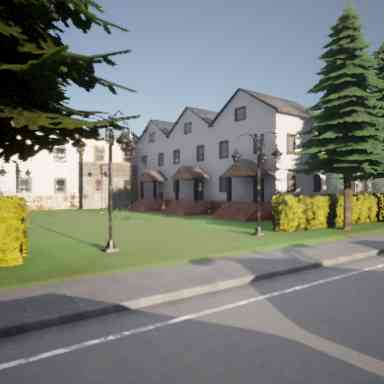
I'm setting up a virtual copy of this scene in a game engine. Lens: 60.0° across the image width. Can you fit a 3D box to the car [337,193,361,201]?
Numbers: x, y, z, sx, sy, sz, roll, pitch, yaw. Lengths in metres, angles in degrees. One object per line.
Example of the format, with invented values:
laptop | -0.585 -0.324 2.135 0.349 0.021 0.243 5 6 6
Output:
car | 36.835 1.098 78.158 1.932 1.855 4.605 0 0 -36
